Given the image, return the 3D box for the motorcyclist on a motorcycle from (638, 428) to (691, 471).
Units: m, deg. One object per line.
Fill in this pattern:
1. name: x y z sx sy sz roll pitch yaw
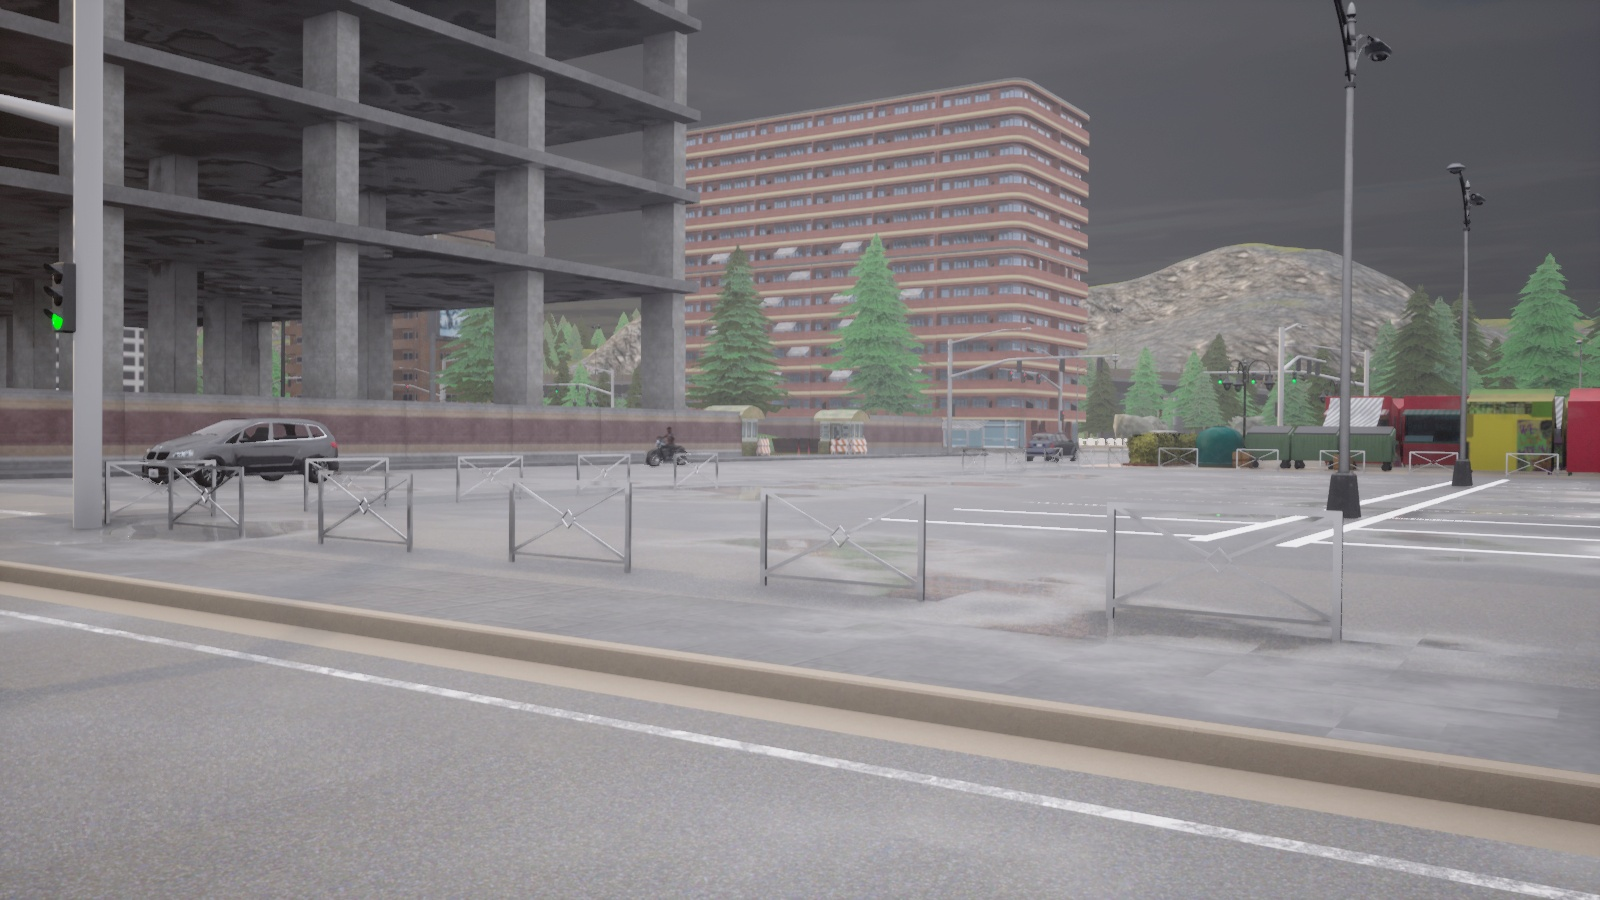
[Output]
1. motorcyclist on a motorcycle: -5.429 -0.032 50.446 0.766 1.649 2.350 0 1 33

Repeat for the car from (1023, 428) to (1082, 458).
1. car: 13.341 -0.385 66.230 1.789 1.549 3.705 0 1 33

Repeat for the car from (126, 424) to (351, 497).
1. car: -13.864 0.202 31.270 2.242 1.667 4.611 0 1 33
